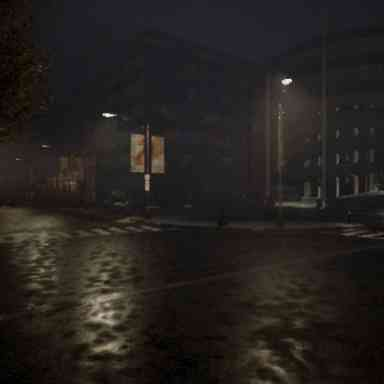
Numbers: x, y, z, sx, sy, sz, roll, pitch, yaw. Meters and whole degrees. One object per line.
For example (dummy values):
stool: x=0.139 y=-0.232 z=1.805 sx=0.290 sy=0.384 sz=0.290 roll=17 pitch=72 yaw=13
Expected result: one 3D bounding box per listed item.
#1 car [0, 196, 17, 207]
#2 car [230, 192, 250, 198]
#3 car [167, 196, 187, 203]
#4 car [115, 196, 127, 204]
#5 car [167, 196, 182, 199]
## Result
car: x=-27.891 y=1.351 z=50.135 sx=2.097 sy=1.767 sz=4.553 roll=0 pitch=0 yaw=-36
car: x=11.424 y=1.030 z=79.933 sx=2.435 sy=2.045 sz=5.566 roll=0 pitch=0 yaw=-36
car: x=-3.091 y=1.463 z=68.434 sx=1.895 sy=1.301 sz=4.718 roll=0 pitch=0 yaw=-36
car: x=-12.742 y=1.413 z=61.984 sx=2.161 sy=1.482 sz=4.786 roll=0 pitch=0 yaw=-36
car: x=-2.264 y=1.320 z=54.502 sx=2.002 sy=1.452 sz=4.674 roll=0 pitch=0 yaw=-36
